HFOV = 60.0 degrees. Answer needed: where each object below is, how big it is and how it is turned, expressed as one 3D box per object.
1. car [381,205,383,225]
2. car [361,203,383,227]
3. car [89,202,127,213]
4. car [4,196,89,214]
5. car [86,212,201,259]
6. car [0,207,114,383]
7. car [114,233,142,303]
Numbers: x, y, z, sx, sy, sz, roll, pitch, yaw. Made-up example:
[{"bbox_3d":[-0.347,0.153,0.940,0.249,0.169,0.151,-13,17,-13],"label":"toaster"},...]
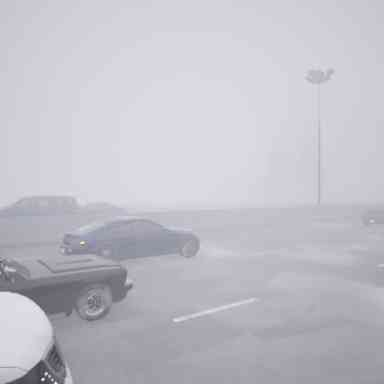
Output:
[{"bbox_3d":[11.574,1.477,16.304,5.008,1.535,1.882,0,0,-36],"label":"car"},{"bbox_3d":[12.873,1.505,21.532,4.892,1.490,1.837,0,0,-36],"label":"car"},{"bbox_3d":[-7.240,1.476,24.534,5.008,1.535,1.882,0,0,-35],"label":"car"},{"bbox_3d":[-9.138,1.223,18.929,5.566,2.045,2.150,0,0,-35],"label":"car"},{"bbox_3d":[-1.878,1.525,11.007,4.674,1.442,1.812,0,0,-36],"label":"car"},{"bbox_3d":[-3.390,1.221,1.329,5.566,2.045,2.150,0,0,-35],"label":"car"},{"bbox_3d":[-3.445,1.601,5.588,4.718,1.301,1.895,0,0,-36],"label":"car"}]
